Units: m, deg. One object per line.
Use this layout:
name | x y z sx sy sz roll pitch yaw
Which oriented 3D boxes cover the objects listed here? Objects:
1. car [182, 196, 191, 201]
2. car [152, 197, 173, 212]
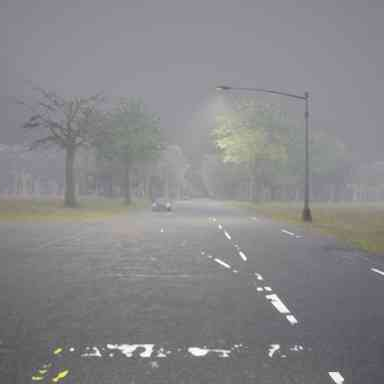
car | -1.481 1.847 91.351 1.994 1.385 4.181 0 0 7
car | -3.420 1.423 39.048 2.097 1.767 4.553 0 0 0
